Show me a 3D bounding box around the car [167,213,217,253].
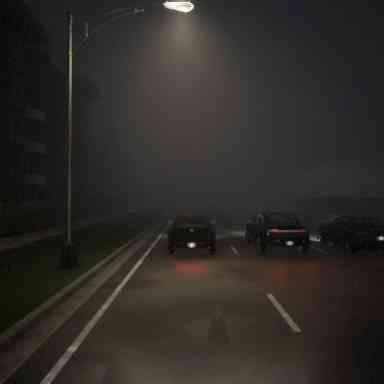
[{"bbox_3d":[-0.003,1.650,14.300,1.837,1.490,4.892,0,0,0],"label":"car"}]

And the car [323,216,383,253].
[{"bbox_3d":[6.997,1.706,14.291,1.994,1.385,4.181,0,-1,0],"label":"car"}]

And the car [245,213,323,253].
[{"bbox_3d":[3.497,1.635,14.297,2.128,1.511,4.902,0,0,0],"label":"car"}]
